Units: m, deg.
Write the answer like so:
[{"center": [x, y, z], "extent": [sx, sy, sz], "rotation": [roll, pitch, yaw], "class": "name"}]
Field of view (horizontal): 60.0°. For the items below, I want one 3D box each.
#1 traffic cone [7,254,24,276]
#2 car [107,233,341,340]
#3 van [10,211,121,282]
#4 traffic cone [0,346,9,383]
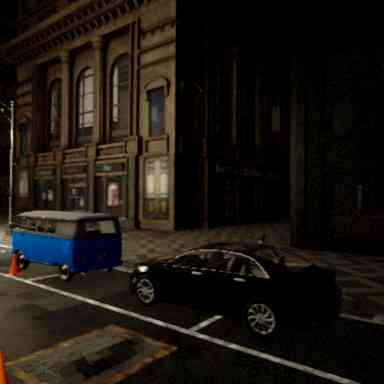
[{"center": [-5.127, 2.092, 9.682], "extent": [0.340, 0.580, 0.340], "rotation": [0, -1, 37], "class": "traffic cone"}, {"center": [0.588, 1.679, 6.689], "extent": [4.403, 1.369, 2.008], "rotation": [0, -1, 37], "class": "car"}, {"center": [-3.900, 1.494, 10.072], "extent": [3.998, 1.788, 1.690], "rotation": [0, -1, 37], "class": "van"}, {"center": [-2.137, 2.010, 3.677], "extent": [0.340, 0.580, 0.340], "rotation": [0, -1, 37], "class": "traffic cone"}]
